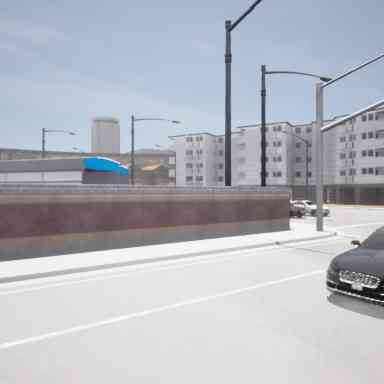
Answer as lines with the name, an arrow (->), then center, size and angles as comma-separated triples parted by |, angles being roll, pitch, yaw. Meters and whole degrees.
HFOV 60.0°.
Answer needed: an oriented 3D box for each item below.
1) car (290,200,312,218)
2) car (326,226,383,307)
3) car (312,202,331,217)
car -> 7.848, 1.505, 29.722 | 1.837, 1.490, 4.892 | 0, 0, -35
car -> 5.034, 1.505, 7.533 | 4.892, 1.490, 1.837 | 0, 0, -35
car -> 10.791, 1.526, 31.646 | 1.812, 1.442, 4.674 | 0, 0, -36
